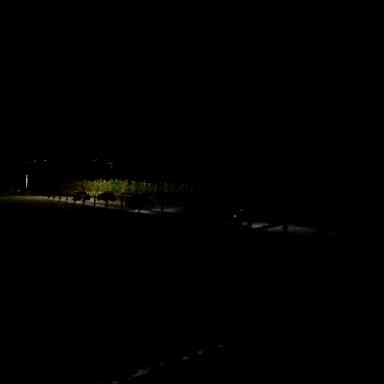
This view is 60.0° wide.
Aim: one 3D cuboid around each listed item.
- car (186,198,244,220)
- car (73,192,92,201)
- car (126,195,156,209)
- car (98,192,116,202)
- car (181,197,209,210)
[{"bbox_3d":[1.897,1.404,26.095,1.895,1.301,4.718,1,0,-35],"label":"car"},{"bbox_3d":[-17.843,0.711,53.961,1.837,1.490,4.892,1,0,-35],"label":"car"},{"bbox_3d":[-5.786,1.088,36.903,1.812,1.442,4.674,1,1,-36],"label":"car"},{"bbox_3d":[-13.988,0.794,54.675,1.812,1.442,4.674,1,1,-35],"label":"car"},{"bbox_3d":[0.748,1.201,34.050,1.882,1.535,5.008,1,0,-35],"label":"car"}]
